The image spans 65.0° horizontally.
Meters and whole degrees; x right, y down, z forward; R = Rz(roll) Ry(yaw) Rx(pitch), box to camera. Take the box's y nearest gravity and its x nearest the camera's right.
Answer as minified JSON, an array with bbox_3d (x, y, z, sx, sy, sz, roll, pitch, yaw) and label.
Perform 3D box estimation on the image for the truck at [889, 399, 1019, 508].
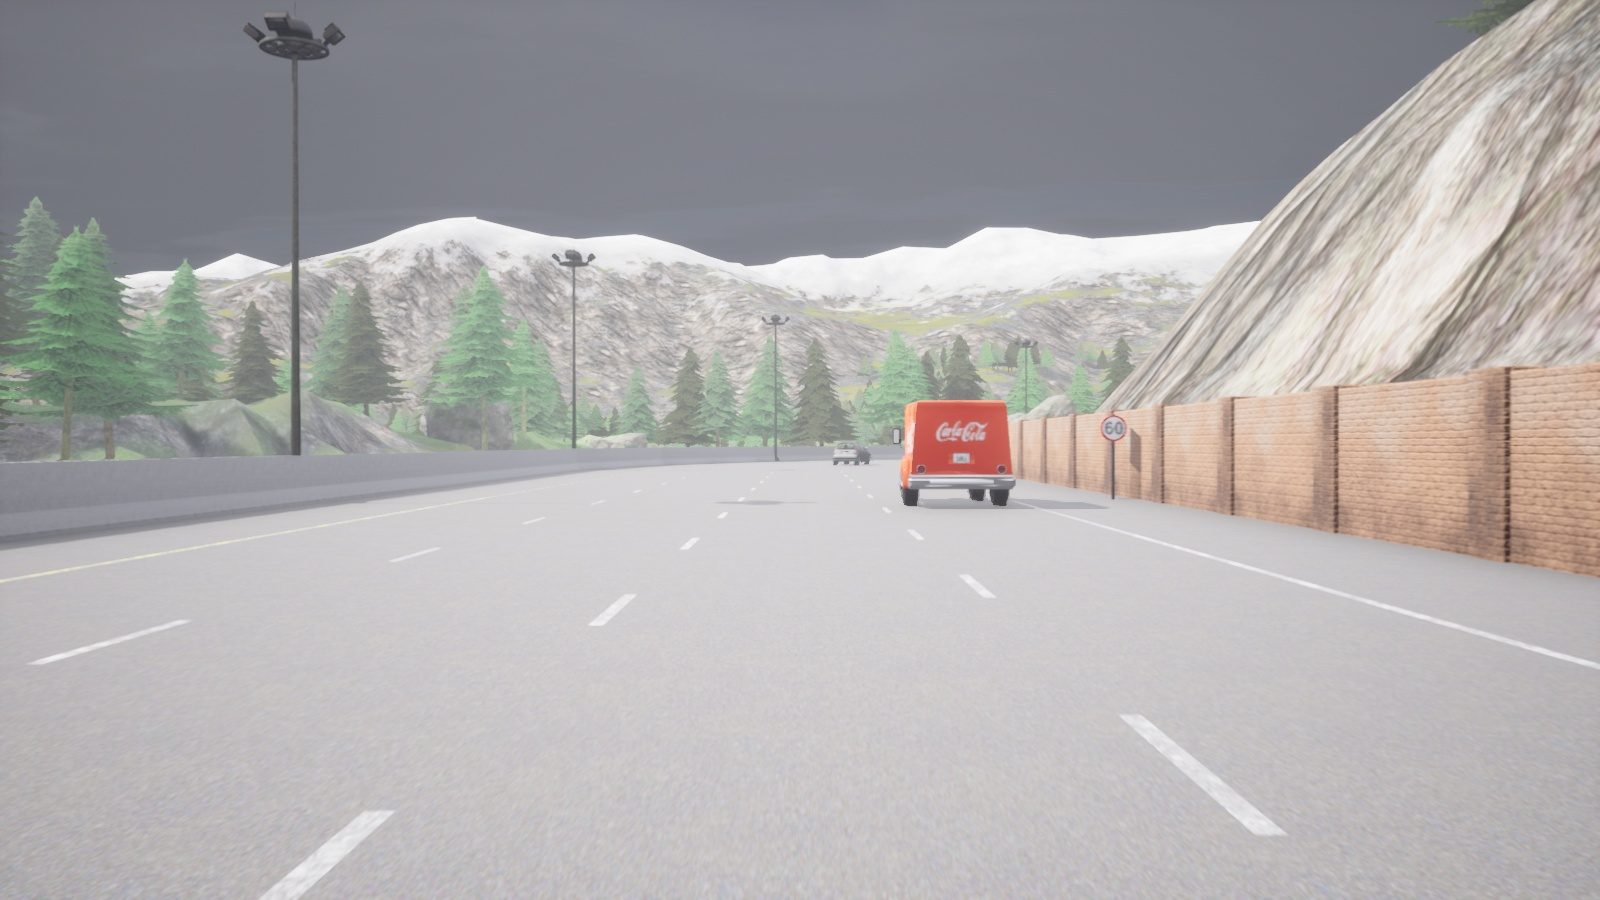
[{"bbox_3d":[3.688,0.082,31.162,2.627,2.467,5.204,0,0,0],"label":"truck"}]

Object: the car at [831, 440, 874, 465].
[{"bbox_3d":[3.578,0.171,84.514,1.851,1.617,3.988,0,0,18],"label":"car"}]
